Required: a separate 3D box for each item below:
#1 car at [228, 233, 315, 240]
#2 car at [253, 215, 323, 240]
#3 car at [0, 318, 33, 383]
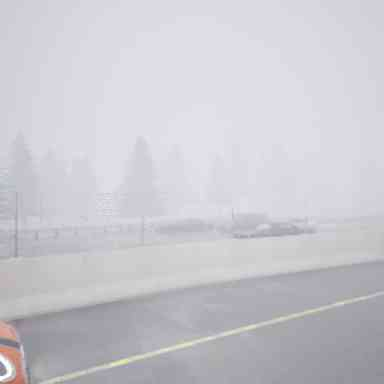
[{"bbox_3d":[4.350,2.345,18.219,4.718,1.301,1.895,0,-3,-28],"label":"car"},{"bbox_3d":[6.803,2.460,23.486,4.674,1.442,1.812,0,-3,-27],"label":"car"},{"bbox_3d":[-3.761,1.548,2.580,4.553,1.767,2.097,1,-3,-33],"label":"car"}]
